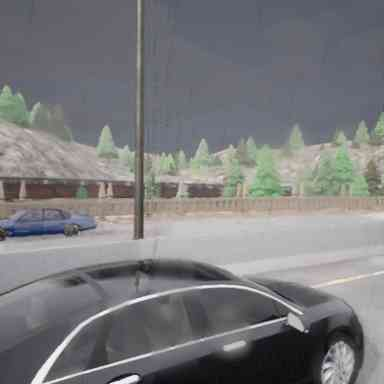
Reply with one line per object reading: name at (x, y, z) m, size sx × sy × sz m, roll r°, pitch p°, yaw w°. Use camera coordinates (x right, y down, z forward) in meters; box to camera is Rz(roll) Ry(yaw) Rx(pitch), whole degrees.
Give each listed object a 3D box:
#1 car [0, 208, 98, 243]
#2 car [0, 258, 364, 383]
car at (-7.295, 1.466, 15.741) m, size 5.357 × 1.411 × 2.033 m, roll 0°, pitch 0°, yaw -33°
car at (-0.172, 1.481, 3.431) m, size 4.892 × 1.490 × 1.837 m, roll 0°, pitch 0°, yaw -34°
